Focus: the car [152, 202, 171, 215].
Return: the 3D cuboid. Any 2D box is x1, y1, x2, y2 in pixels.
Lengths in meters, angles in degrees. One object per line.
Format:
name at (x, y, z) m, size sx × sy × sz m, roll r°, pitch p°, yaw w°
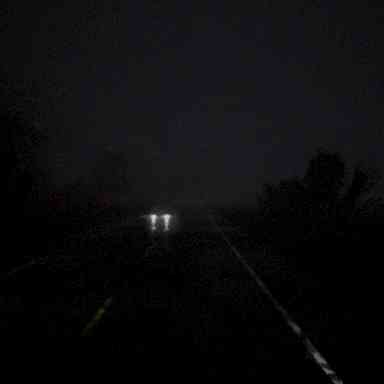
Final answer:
car at (-3.506, 1.882, 39.804) m, size 1.812 × 1.442 × 4.674 m, roll 0°, pitch -1°, yaw 0°
